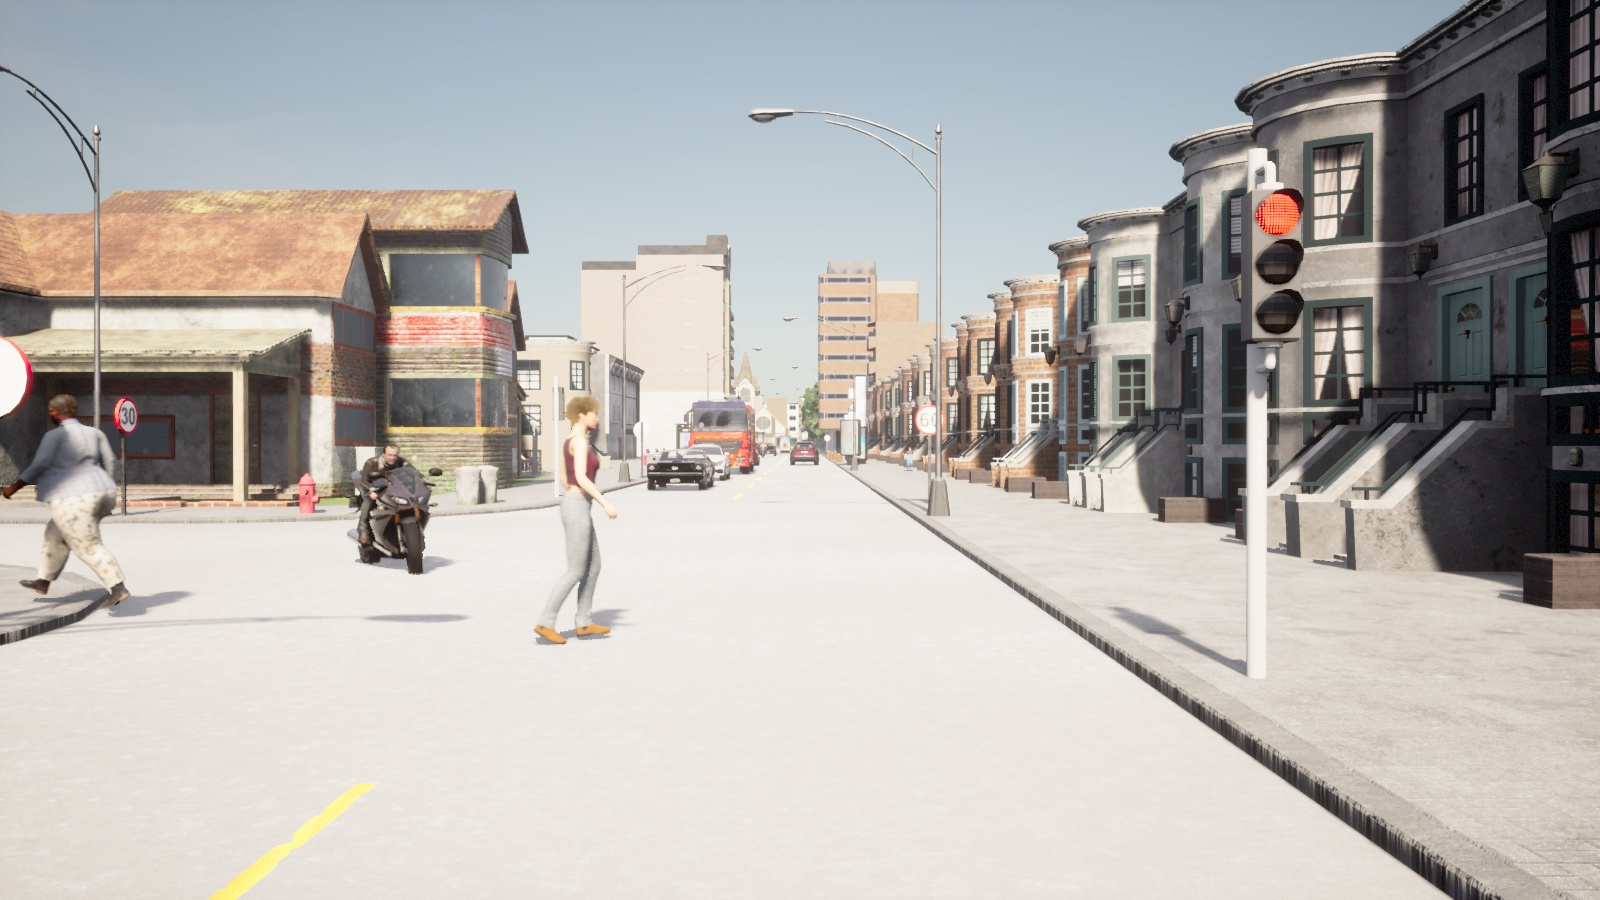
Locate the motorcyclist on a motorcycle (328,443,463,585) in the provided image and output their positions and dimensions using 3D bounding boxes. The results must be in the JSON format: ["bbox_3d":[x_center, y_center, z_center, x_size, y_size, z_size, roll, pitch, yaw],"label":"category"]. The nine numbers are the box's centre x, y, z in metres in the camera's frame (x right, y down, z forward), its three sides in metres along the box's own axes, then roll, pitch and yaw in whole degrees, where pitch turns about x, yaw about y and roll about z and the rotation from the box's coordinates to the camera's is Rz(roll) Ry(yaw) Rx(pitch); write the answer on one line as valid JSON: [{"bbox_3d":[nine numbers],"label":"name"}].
[{"bbox_3d":[-4.832,0.693,14.893,0.866,1.530,2.191,-2,2,-35],"label":"motorcyclist on a motorcycle"}]

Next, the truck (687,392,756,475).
[{"bbox_3d":[-3.776,-0.773,62.368,2.891,3.827,8.468,0,0,0],"label":"truck"}]

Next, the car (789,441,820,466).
[{"bbox_3d":[0.310,0.192,85.875,2.033,1.649,4.856,0,0,0],"label":"car"}]

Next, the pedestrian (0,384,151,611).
[{"bbox_3d":[-6.264,0.385,10.771,0.900,1.855,0.874,0,0,7],"label":"pedestrian"}]

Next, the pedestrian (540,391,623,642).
[{"bbox_3d":[-1.642,0.486,9.418,0.594,1.836,0.345,0,0,-14],"label":"pedestrian"}]

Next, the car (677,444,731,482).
[{"bbox_3d":[-3.820,0.482,50.824,1.812,1.442,4.674,0,0,0],"label":"car"}]

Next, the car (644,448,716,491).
[{"bbox_3d":[-3.852,0.612,41.032,1.895,1.301,4.718,0,0,0],"label":"car"}]
